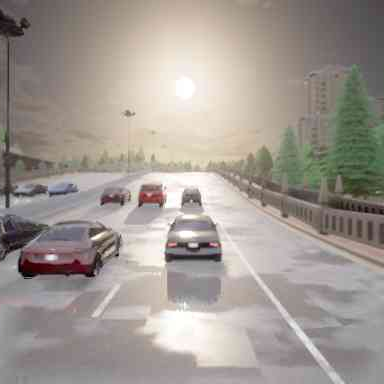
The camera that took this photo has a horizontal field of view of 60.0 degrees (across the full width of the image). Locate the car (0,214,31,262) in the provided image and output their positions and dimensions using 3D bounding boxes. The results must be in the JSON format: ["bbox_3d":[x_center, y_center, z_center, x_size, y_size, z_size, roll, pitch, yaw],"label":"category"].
[{"bbox_3d":[-6.970,1.503,11.960,2.033,1.411,5.357,0,1,0],"label":"car"}]

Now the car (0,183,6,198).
[{"bbox_3d":[-21.288,-0.264,37.065,2.033,1.411,5.357,0,6,0],"label":"car"}]

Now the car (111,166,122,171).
[{"bbox_3d":[-17.917,-5.486,79.152,2.097,1.767,4.553,0,5,0],"label":"car"}]

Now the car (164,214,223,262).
[{"bbox_3d":[0.031,1.503,11.942,2.033,1.411,5.357,0,1,0],"label":"car"}]

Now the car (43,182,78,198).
[{"bbox_3d":[-14.285,-0.331,37.072,1.882,1.535,5.008,0,7,0],"label":"car"}]

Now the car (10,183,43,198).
[{"bbox_3d":[-17.789,-0.263,37.077,2.033,1.411,5.357,0,6,0],"label":"car"}]

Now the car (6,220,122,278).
[{"bbox_3d":[-3.469,1.551,10.189,1.994,1.385,4.181,0,1,0],"label":"car"}]

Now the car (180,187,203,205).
[{"bbox_3d":[-0.067,0.301,31.511,1.837,1.490,4.892,0,6,0],"label":"car"}]

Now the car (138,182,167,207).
[{"bbox_3d":[-3.560,0.116,30.447,2.150,2.045,5.566,0,5,0],"label":"car"}]

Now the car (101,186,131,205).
[{"bbox_3d":[-7.067,0.161,31.315,2.097,1.767,4.553,0,5,0],"label":"car"}]
